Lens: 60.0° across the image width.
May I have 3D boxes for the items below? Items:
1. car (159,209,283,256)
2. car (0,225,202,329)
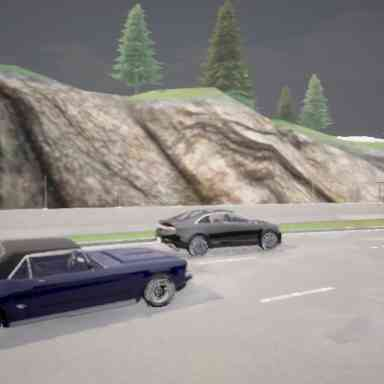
[{"bbox_3d":[1.086,1.382,12.186,4.902,1.511,2.128,0,0,-26],"label":"car"},{"bbox_3d":[-2.355,1.525,6.121,4.718,1.301,1.895,0,1,-33],"label":"car"}]
